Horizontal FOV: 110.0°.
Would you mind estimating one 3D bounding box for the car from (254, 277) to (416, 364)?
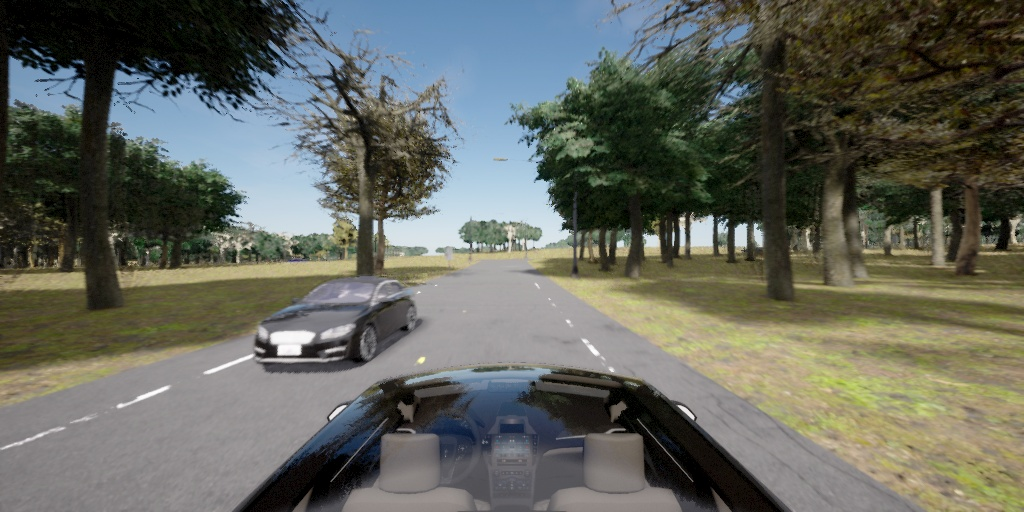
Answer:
[{"bbox_3d":[-3.600,1.268,8.255,2.128,1.511,4.902,0,0,0],"label":"car"}]
